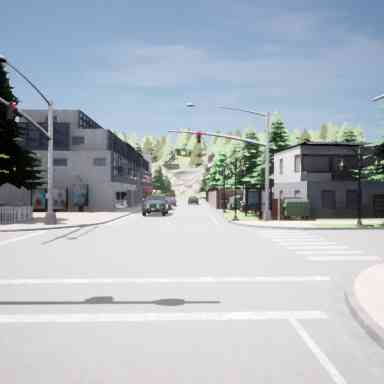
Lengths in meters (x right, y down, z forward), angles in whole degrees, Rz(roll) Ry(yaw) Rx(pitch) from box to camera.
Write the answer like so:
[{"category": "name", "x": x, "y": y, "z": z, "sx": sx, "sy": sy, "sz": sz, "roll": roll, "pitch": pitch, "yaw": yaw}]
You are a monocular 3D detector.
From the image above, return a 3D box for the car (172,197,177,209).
[{"category": "car", "x": -3.491, "y": 1.492, "z": 42.704, "sx": 2.128, "sy": 1.511, "sz": 4.902, "roll": 0, "pitch": 0, "yaw": 0}]

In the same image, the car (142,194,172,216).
[{"category": "car", "x": -3.519, "y": 1.221, "z": 32.654, "sx": 2.150, "sy": 2.045, "sz": 5.566, "roll": 0, "pitch": 0, "yaw": 0}]

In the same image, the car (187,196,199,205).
[{"category": "car", "x": 0.251, "y": 1.505, "z": 59.507, "sx": 1.837, "sy": 1.490, "sz": 4.892, "roll": 0, "pitch": 0, "yaw": 0}]

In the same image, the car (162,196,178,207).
[{"category": "car", "x": -3.448, "y": 1.492, "z": 52.972, "sx": 2.128, "sy": 1.511, "sz": 4.902, "roll": 0, "pitch": 0, "yaw": 0}]
